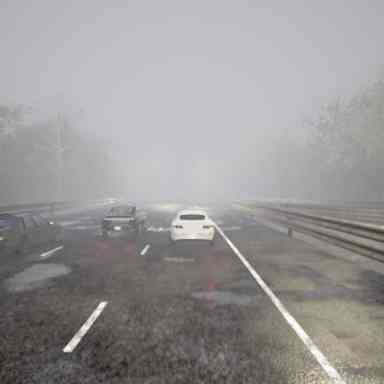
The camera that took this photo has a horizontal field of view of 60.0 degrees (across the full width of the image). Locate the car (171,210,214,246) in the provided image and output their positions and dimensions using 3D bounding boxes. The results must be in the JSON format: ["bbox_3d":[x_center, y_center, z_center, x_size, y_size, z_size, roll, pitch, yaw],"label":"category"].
[{"bbox_3d":[0.002,1.528,15.293,1.812,1.442,4.674,0,0,-1],"label":"car"}]

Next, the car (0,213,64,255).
[{"bbox_3d":[-6.975,1.551,13.295,2.033,1.411,5.357,0,0,0],"label":"car"}]

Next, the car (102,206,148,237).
[{"bbox_3d":[-3.531,1.496,18.102,2.128,1.511,4.902,0,0,-1],"label":"car"}]
